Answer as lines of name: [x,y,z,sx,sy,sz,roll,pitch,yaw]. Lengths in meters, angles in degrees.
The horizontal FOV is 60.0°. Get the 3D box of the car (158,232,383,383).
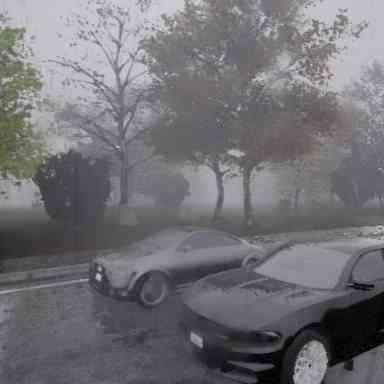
car: [2.171,1.464,5.242,5.008,1.535,1.882,0,0,-32]

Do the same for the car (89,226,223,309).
car: [-0.214,1.539,7.834,4.181,1.385,1.994,0,0,-33]
